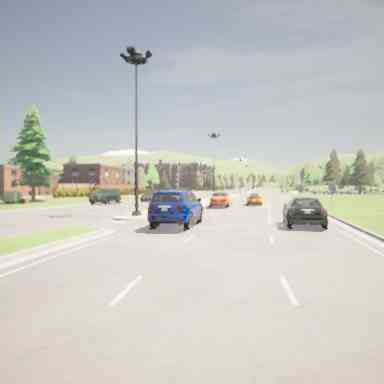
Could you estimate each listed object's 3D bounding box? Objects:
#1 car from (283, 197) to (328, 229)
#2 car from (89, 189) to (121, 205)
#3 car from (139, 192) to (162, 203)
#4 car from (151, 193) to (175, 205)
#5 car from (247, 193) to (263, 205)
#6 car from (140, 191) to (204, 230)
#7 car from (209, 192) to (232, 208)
[{"bbox_3d":[6.508,1.057,19.470,2.097,1.767,4.553,0,1,12],"label":"car"},{"bbox_3d":[-11.052,0.579,42.691,2.150,2.045,5.566,0,1,13],"label":"car"},{"bbox_3d":[-6.048,0.767,48.902,1.837,1.490,4.892,0,1,13],"label":"car"},{"bbox_3d":[-3.693,0.869,43.484,1.812,1.442,4.674,0,1,13],"label":"car"},{"bbox_3d":[7.957,0.844,41.971,1.882,1.535,5.008,0,1,13],"label":"car"},{"bbox_3d":[-0.792,0.934,18.958,2.150,2.045,5.566,0,1,12],"label":"car"},{"bbox_3d":[3.285,0.789,37.186,2.097,1.767,4.553,0,1,13],"label":"car"}]
